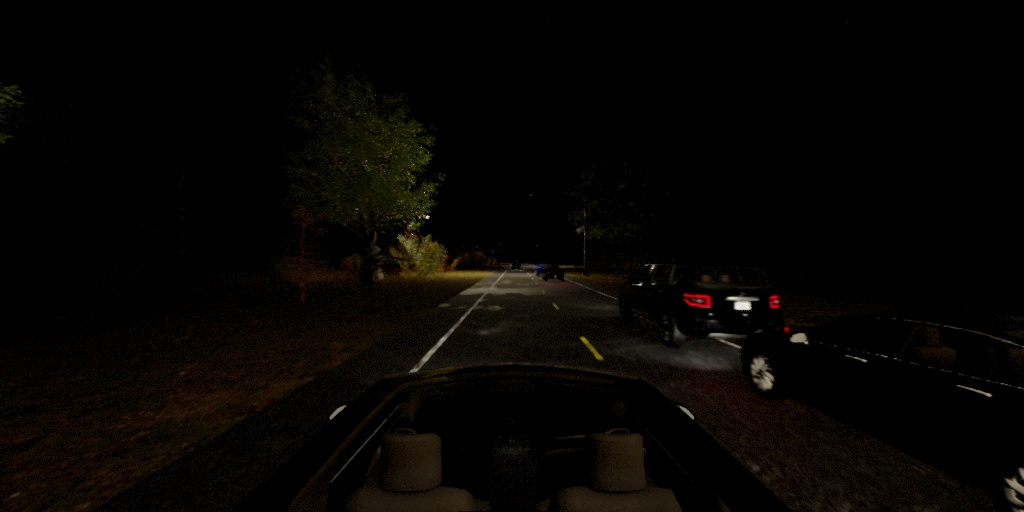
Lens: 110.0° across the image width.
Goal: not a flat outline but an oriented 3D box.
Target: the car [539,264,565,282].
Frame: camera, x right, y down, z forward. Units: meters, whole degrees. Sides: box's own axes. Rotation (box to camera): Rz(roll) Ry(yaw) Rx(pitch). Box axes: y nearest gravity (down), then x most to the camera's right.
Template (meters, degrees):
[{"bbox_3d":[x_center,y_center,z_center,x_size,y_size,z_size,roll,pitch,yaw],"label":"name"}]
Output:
[{"bbox_3d":[3.950,1.675,34.727,1.812,1.442,4.674,1,-1,1],"label":"car"}]

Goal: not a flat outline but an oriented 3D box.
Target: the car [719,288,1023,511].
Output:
[{"bbox_3d":[4.546,1.328,3.789,1.837,1.490,4.892,1,-1,1],"label":"car"}]

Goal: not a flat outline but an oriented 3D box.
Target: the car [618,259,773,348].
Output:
[{"bbox_3d":[4.626,1.115,9.822,2.150,2.045,5.566,1,-1,1],"label":"car"}]

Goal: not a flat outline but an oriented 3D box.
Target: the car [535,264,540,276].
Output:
[{"bbox_3d":[4.061,1.741,45.891,1.882,1.535,5.008,1,0,1],"label":"car"}]
